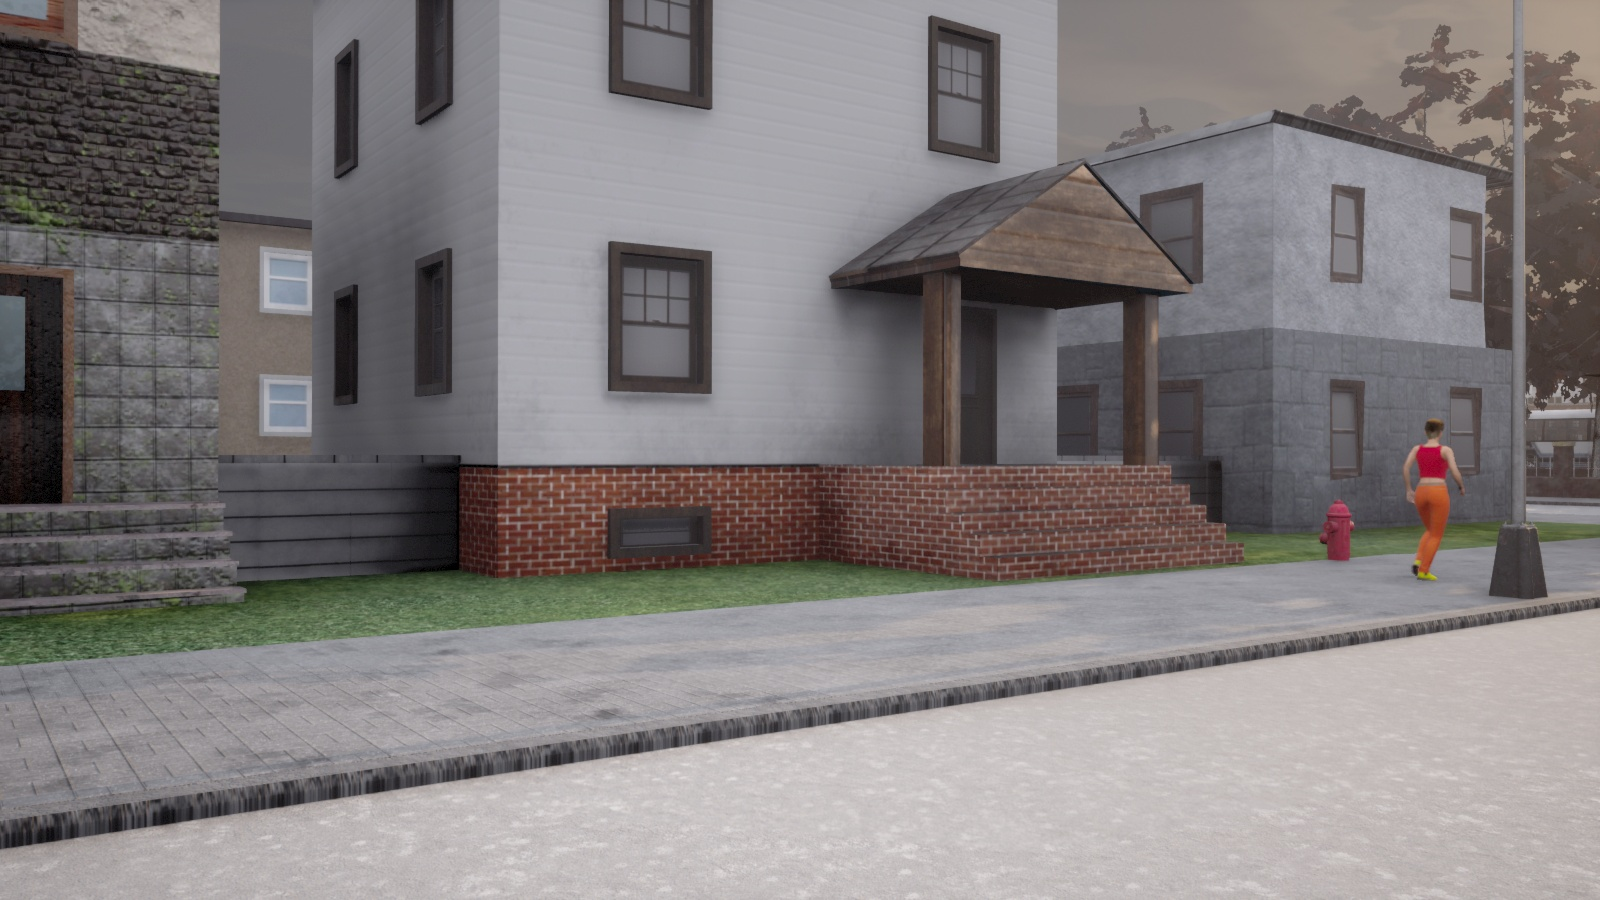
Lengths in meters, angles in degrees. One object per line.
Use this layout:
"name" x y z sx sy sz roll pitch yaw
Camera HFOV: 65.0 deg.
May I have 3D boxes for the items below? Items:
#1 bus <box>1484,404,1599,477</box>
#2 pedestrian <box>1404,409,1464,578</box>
"bus" 47.707 -0.547 76.169 3.944 4.253 10.273 0 0 -34
"pedestrian" 7.050 0.474 13.961 0.594 1.836 0.345 0 0 -35
